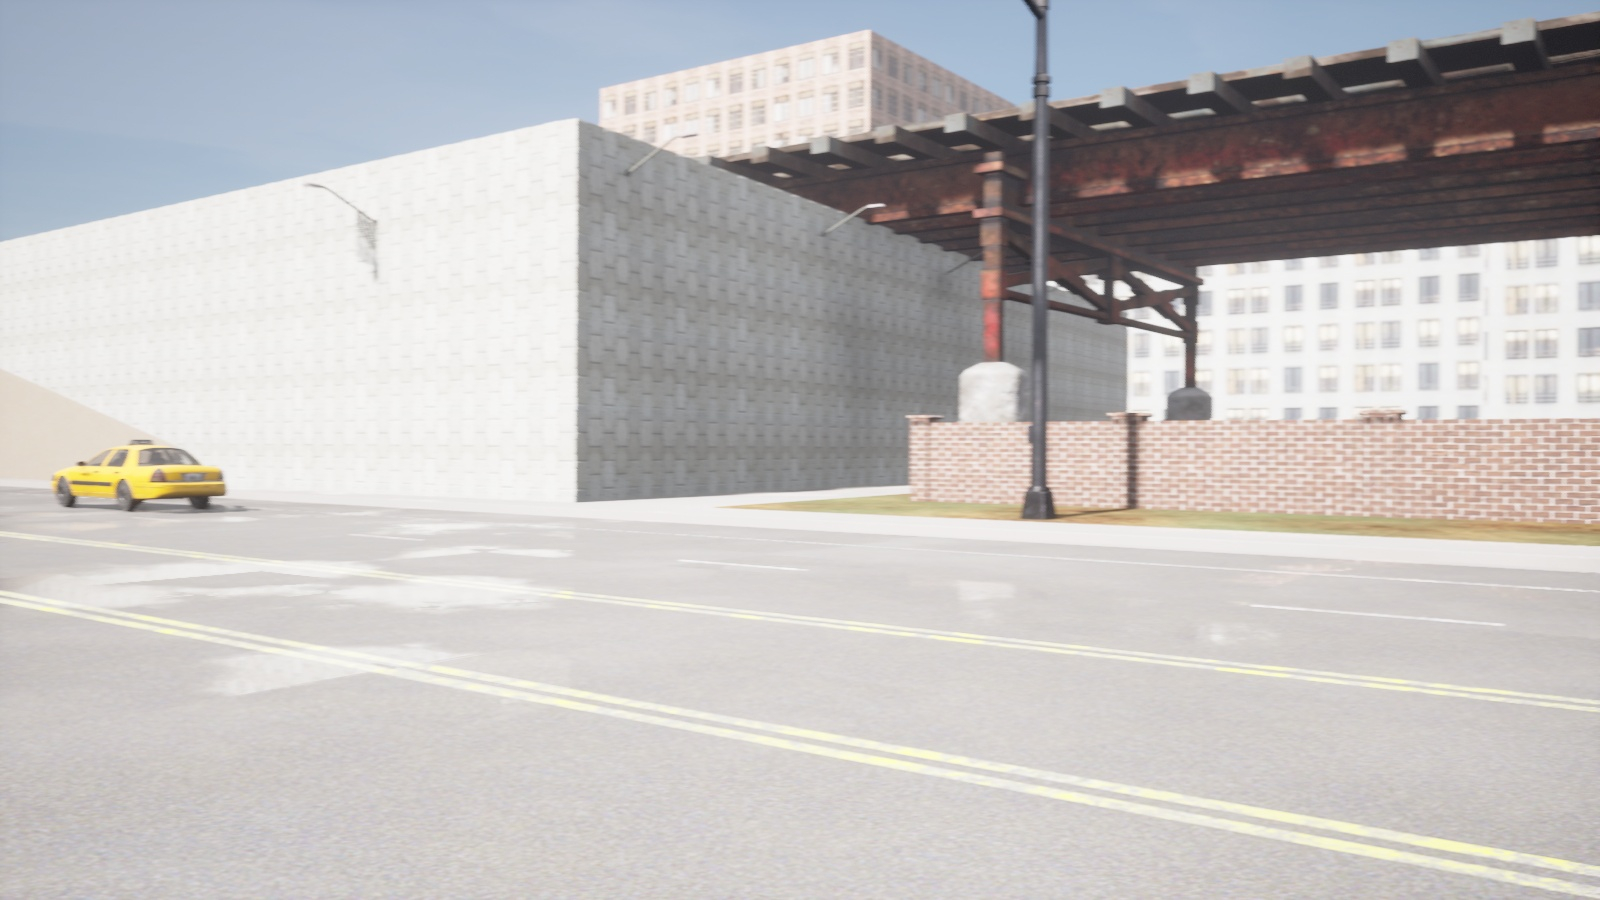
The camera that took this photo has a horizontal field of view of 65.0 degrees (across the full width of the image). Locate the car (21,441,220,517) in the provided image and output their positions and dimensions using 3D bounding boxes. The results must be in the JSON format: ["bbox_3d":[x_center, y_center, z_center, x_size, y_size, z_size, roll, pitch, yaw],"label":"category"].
[{"bbox_3d":[-15.338,0.589,28.214,5.366,1.575,1.801,0,0,36],"label":"car"}]
